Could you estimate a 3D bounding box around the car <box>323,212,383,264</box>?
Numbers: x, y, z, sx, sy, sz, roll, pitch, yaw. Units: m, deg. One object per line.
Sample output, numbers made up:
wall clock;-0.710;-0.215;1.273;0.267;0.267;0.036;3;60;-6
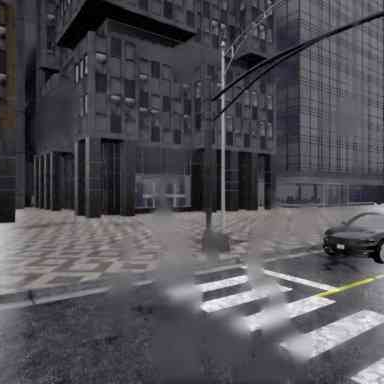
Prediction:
car;6.754;1.467;12.029;5.008;1.535;1.882;0;0;-36
